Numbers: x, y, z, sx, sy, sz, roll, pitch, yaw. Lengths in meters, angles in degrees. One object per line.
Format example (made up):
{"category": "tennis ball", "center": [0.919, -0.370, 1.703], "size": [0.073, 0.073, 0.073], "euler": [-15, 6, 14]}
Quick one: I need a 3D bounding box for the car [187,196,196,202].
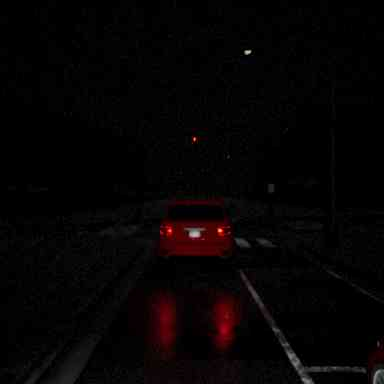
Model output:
{"category": "car", "center": [-0.056, 1.537, 74.549], "size": [2.033, 1.411, 5.357], "euler": [0, 0, 0]}

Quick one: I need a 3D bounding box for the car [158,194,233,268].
{"category": "car", "center": [0.188, 1.219, 11.437], "size": [2.150, 2.045, 5.566], "euler": [0, 0, 2]}

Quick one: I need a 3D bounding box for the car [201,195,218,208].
{"category": "car", "center": [2.591, 1.388, 49.879], "size": [2.192, 1.841, 5.009], "euler": [-1, 0, 0]}

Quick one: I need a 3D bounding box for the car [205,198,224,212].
{"category": "car", "center": [2.601, 1.483, 39.074], "size": [1.967, 1.590, 4.097], "euler": [-1, 0, 0]}

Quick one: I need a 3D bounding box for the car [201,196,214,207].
{"category": "car", "center": [2.588, 1.531, 55.281], "size": [1.967, 1.590, 4.097], "euler": [-1, 0, 0]}

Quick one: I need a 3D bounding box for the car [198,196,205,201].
{"category": "car", "center": [2.559, 1.833, 93.097], "size": [1.802, 1.307, 4.206], "euler": [-1, 0, 0]}

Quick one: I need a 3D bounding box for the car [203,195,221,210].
{"category": "car", "center": [2.595, 1.373, 44.476], "size": [2.192, 1.841, 5.009], "euler": [-1, 0, 0]}

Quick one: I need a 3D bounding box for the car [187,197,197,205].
{"category": "car", "center": [0.007, 1.688, 64.543], "size": [1.994, 1.385, 4.181], "euler": [0, 0, 0]}

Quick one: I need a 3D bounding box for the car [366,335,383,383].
{"category": "car", "center": [2.632, 1.581, 1.731], "size": [1.802, 1.307, 4.206], "euler": [0, 0, 0]}

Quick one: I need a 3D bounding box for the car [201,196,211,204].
{"category": "car", "center": [2.972, 1.604, 70.464], "size": [1.801, 1.575, 5.366], "euler": [0, 0, 0]}

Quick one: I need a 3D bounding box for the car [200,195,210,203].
{"category": "car", "center": [2.930, 1.531, 77.245], "size": [2.097, 1.767, 4.553], "euler": [0, 0, 0]}
